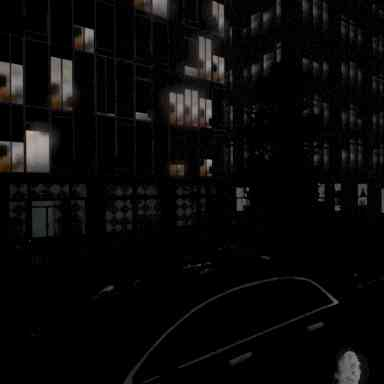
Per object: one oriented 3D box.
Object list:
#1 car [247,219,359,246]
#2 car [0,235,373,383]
[{"bbox_3d":[2.344,1.439,8.225,4.097,1.590,1.967,0,-1,-35],"label":"car"},{"bbox_3d":[-0.076,1.504,3.321,4.892,1.490,1.837,0,0,-35],"label":"car"}]
